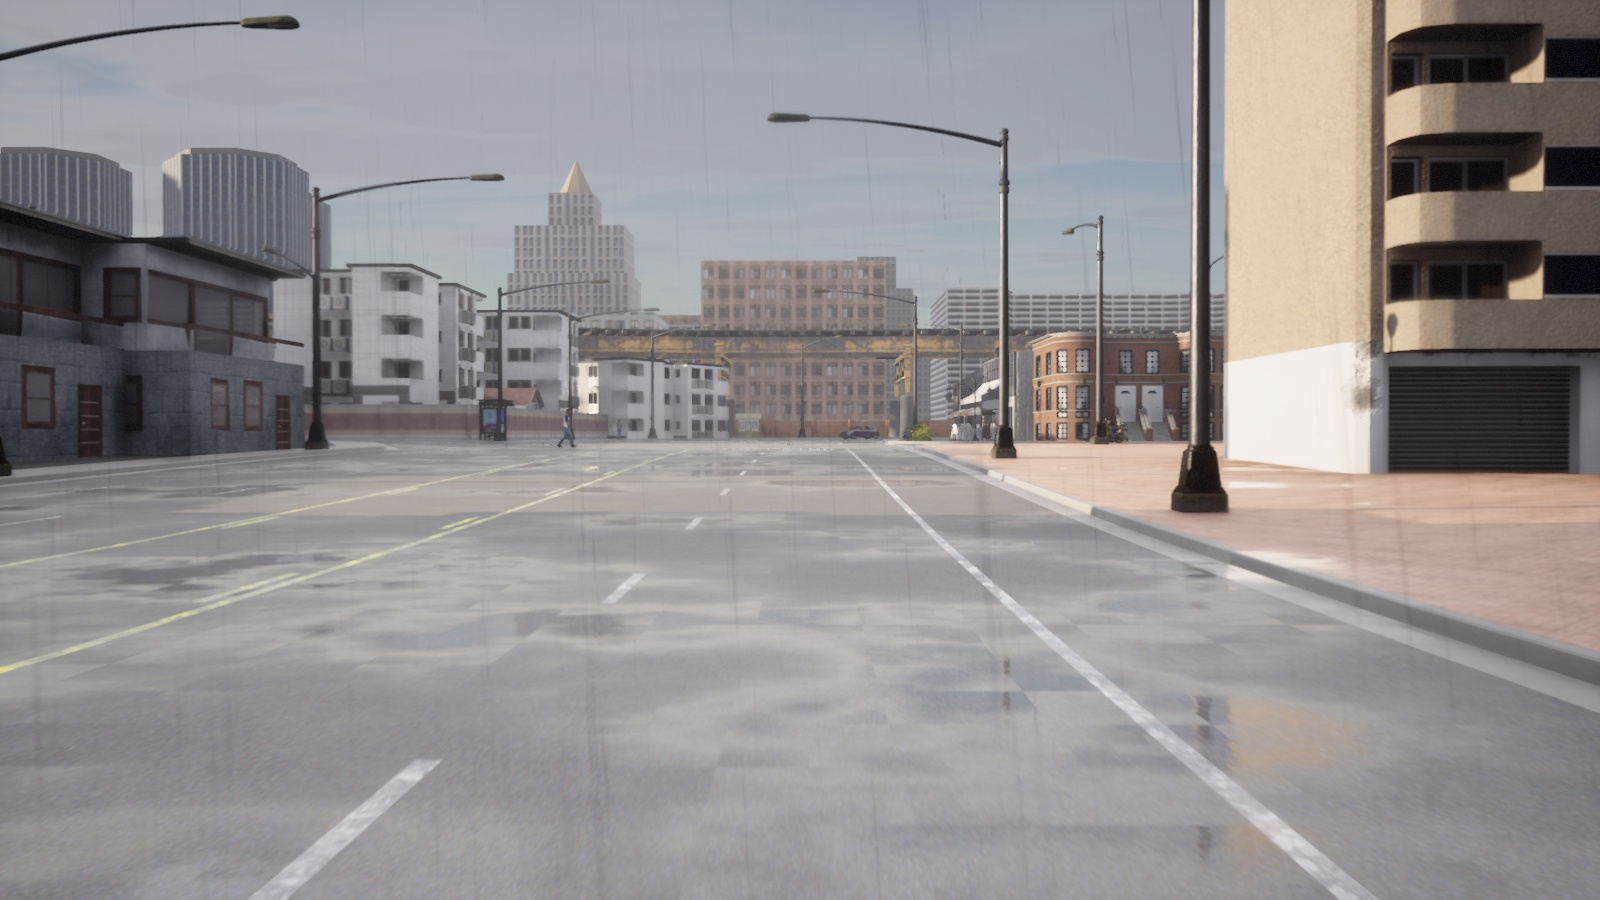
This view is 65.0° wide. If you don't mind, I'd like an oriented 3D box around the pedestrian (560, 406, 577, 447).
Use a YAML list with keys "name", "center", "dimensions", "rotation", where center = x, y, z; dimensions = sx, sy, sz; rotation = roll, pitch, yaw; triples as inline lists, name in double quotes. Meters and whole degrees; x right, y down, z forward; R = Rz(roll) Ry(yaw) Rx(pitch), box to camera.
- name: "pedestrian"
  center: [-10.628, -1.079, 57.618]
  dimensions: [0.706, 1.836, 0.354]
  rotation: [0, 1, -3]

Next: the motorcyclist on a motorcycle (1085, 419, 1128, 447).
- name: "motorcyclist on a motorcycle"
  center: [16.872, -0.959, 69.129]
  dimensions: [2.191, 1.530, 0.866]
  rotation: [0, 1, 2]
